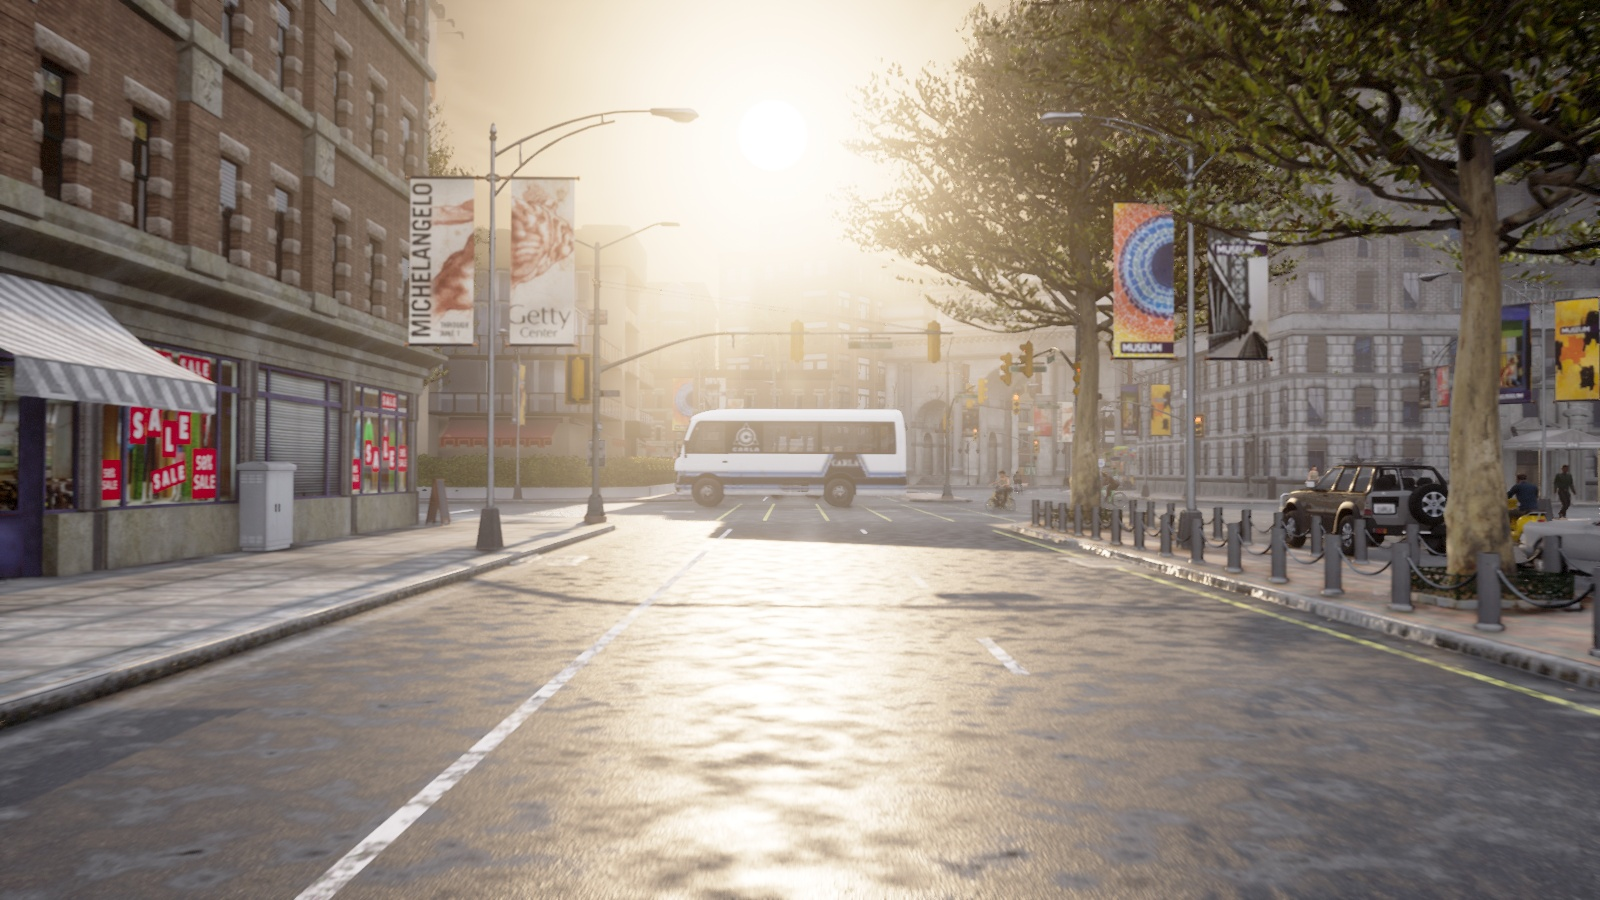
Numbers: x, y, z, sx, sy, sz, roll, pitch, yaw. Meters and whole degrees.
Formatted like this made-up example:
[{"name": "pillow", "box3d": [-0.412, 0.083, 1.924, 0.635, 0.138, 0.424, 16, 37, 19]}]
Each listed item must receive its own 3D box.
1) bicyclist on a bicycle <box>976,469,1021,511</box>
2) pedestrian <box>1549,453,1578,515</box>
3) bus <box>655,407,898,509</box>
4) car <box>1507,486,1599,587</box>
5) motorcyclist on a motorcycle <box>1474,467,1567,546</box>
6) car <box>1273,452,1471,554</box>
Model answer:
[{"name": "bicyclist on a bicycle", "box3d": [7.666, 1.531, 48.406, 1.509, 1.612, 0.866, 0, 0, -30]}, {"name": "pedestrian", "box3d": [24.305, 1.092, 40.008, 0.423, 1.949, 0.788, 0, -1, 0]}, {"name": "bus", "box3d": [-1.003, 0.364, 55.066, 10.273, 4.253, 3.944, 0, -1, 0]}, {"name": "car", "box3d": [11.460, 1.142, 16.283, 1.895, 1.301, 4.718, 0, -1, 0]}, {"name": "motorcyclist on a motorcycle", "box3d": [14.936, 1.145, 26.079, 0.866, 1.590, 1.817, 0, -1, 0]}, {"name": "car", "box3d": [11.377, 1.011, 25.376, 1.932, 1.855, 4.605, 0, -1, 1]}]
